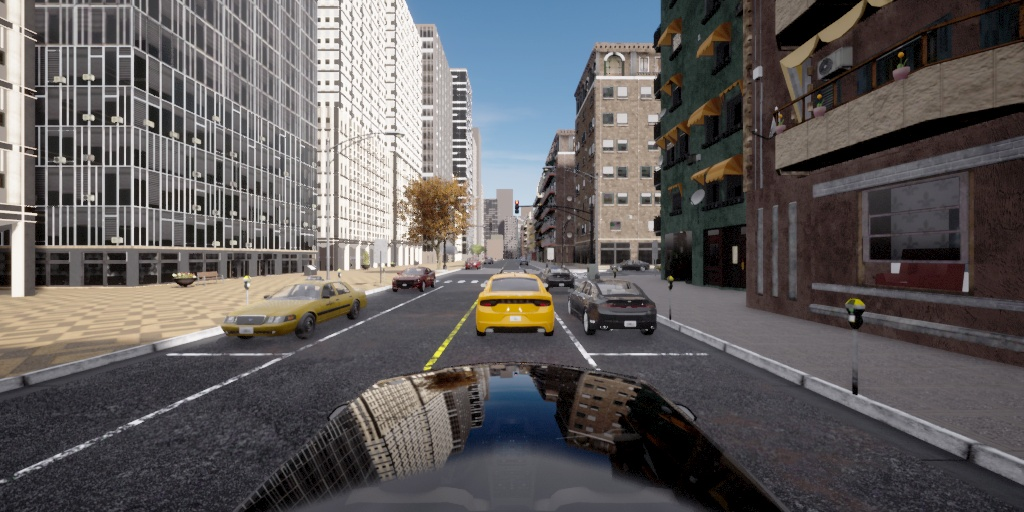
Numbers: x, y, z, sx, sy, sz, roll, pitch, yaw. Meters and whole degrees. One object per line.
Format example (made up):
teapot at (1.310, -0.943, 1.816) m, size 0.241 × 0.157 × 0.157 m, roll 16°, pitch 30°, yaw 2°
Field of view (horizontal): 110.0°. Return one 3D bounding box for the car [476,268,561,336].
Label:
car at (0.072, 1.228, 10.385) m, size 1.882 × 1.535 × 5.008 m, roll 0°, pitch 0°, yaw 0°

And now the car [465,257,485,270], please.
car at (-5.793, 1.099, 53.728) m, size 2.192 × 1.841 × 5.009 m, roll 0°, pitch 0°, yaw 0°

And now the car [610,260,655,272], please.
car at (13.358, 1.109, 40.794) m, size 4.403 × 1.370 × 2.007 m, roll 0°, pitch 0°, yaw -1°

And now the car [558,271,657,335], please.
car at (2.672, 1.301, 10.291) m, size 2.007 × 1.370 × 4.403 m, roll 0°, pitch 0°, yaw 0°

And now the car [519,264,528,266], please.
car at (0.063, 1.355, 20.664) m, size 1.895 × 1.301 × 4.718 m, roll 0°, pitch 0°, yaw 0°

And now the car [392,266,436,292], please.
car at (-5.730, 1.299, 21.341) m, size 1.888 × 1.381 × 4.507 m, roll 0°, pitch 0°, yaw 0°

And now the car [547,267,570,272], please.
car at (2.650, 1.305, 21.357) m, size 2.007 × 1.370 × 4.403 m, roll 0°, pitch 0°, yaw 0°

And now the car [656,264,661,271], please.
car at (18.755, 1.006, 40.859) m, size 4.829 × 1.417 × 1.751 m, roll 0°, pitch 0°, yaw -1°

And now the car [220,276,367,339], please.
car at (-5.708, 1.276, 10.105) m, size 1.751 × 1.417 × 4.829 m, roll 0°, pitch 0°, yaw 0°
